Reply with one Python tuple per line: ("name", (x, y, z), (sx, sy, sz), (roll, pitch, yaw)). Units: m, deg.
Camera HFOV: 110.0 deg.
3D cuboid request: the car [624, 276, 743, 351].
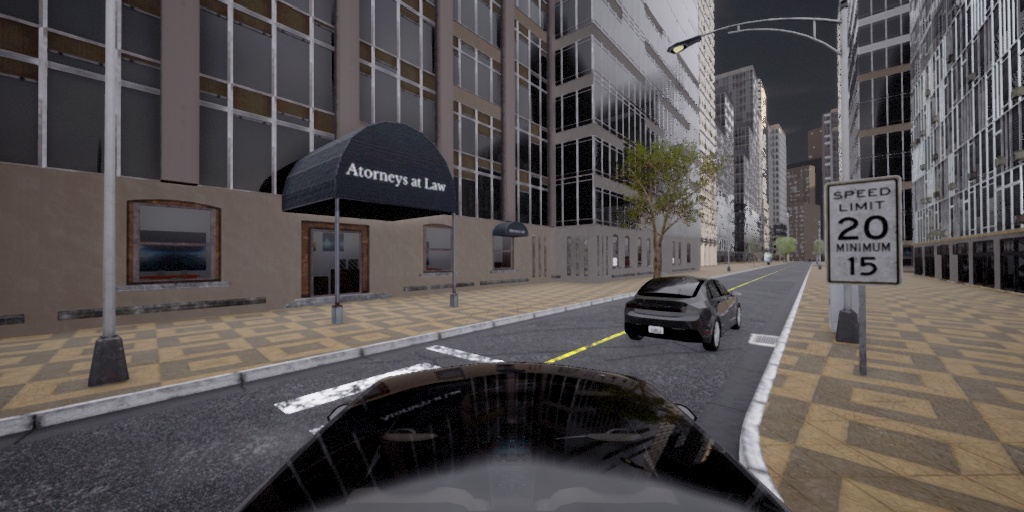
("car", (4.488, 1.256, 9.145), (1.837, 1.490, 4.892), (-1, 0, 40))
